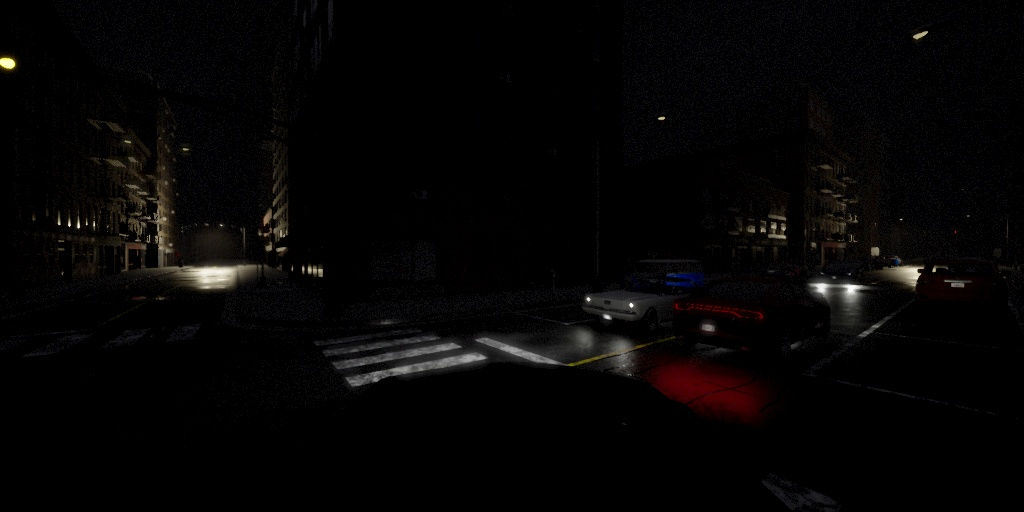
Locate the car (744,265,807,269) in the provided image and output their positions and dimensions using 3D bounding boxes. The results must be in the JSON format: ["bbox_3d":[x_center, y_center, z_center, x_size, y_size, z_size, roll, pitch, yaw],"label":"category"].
[{"bbox_3d":[12.319,1.285,16.982,4.718,1.301,1.895,0,0,-38],"label":"car"}]

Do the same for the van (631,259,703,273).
[{"bbox_3d":[7.038,1.033,16.162,3.998,1.789,1.690,0,0,-37],"label":"van"}]

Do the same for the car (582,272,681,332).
[{"bbox_3d":[4.362,1.318,10.885,4.718,1.301,1.895,0,0,-35],"label":"car"}]

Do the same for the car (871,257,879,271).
[{"bbox_3d":[41.384,1.114,42.446,4.313,1.339,1.948,0,0,-37],"label":"car"}]

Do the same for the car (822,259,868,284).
[{"bbox_3d":[23.385,1.164,25.435,4.674,1.442,1.812,0,0,-38],"label":"car"}]

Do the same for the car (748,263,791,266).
[{"bbox_3d":[15.624,1.222,22.733,4.313,1.339,1.948,0,0,-37],"label":"car"}]

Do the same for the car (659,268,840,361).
[{"bbox_3d":[5.701,1.205,8.325,5.008,1.535,1.882,0,0,-37],"label":"car"}]

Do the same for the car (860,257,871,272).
[{"bbox_3d":[37.091,1.116,39.161,4.403,1.370,2.007,0,0,-37],"label":"car"}]

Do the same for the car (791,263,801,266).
[{"bbox_3d":[19.917,1.183,26.019,4.507,1.381,1.888,0,0,-37],"label":"car"}]

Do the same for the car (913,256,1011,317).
[{"bbox_3d":[16.263,1.014,13.008,5.009,1.841,2.192,0,0,-37],"label":"car"}]

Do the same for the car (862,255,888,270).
[{"bbox_3d":[45.677,0.844,45.732,5.009,1.841,2.192,0,0,-37],"label":"car"}]
